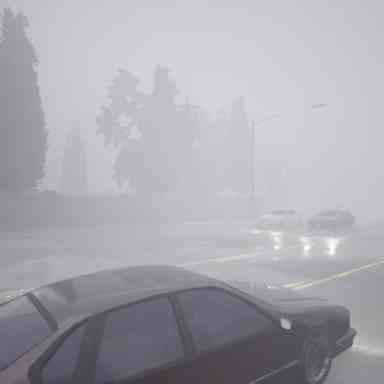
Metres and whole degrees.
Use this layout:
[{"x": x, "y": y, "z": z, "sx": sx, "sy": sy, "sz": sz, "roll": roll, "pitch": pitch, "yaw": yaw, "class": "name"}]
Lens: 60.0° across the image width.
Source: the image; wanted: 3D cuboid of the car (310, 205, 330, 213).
[{"x": 23.520, "y": 3.116, "z": 61.507, "sx": 1.895, "sy": 1.301, "sz": 4.718, "roll": 0, "pitch": -2, "yaw": 0, "class": "car"}]

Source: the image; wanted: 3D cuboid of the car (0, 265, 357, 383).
[{"x": -0.402, "y": 1.568, "z": 3.568, "sx": 5.357, "sy": 1.411, "sz": 2.033, "roll": 0, "pitch": 0, "yaw": -37, "class": "car"}]

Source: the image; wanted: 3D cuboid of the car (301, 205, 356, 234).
[{"x": 9.390, "y": 1.865, "z": 22.229, "sx": 1.882, "sy": 1.535, "sz": 5.008, "roll": 0, "pitch": -1, "yaw": 42, "class": "car"}]

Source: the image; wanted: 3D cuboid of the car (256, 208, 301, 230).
[{"x": 6.496, "y": 1.915, "z": 24.230, "sx": 1.812, "sy": 1.442, "sz": 4.674, "roll": 0, "pitch": -2, "yaw": 42, "class": "car"}]
